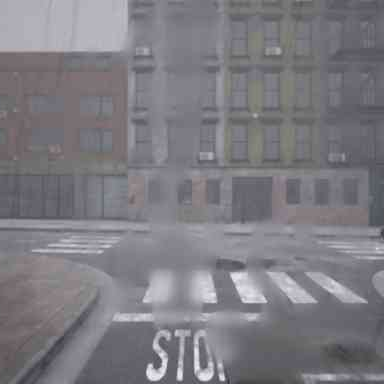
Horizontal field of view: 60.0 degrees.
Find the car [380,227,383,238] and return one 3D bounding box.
[{"bbox_3d":[10.970,1.742,15.135,4.181,1.385,1.994,1,0,0],"label":"car"}]
